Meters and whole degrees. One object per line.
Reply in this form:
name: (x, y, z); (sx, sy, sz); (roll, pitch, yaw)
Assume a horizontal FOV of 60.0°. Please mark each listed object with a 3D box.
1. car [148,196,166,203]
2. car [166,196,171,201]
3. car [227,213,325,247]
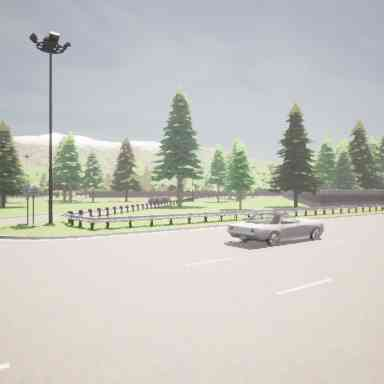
car: (-6.563, 1.491, 59.644); (2.128, 1.511, 4.902); (0, 0, 6)
car: (-5.586, 1.525, 69.766); (1.812, 1.442, 4.674); (0, 0, 5)
car: (3.939, 1.601, 15.130); (4.718, 1.301, 1.895); (0, 0, -35)
